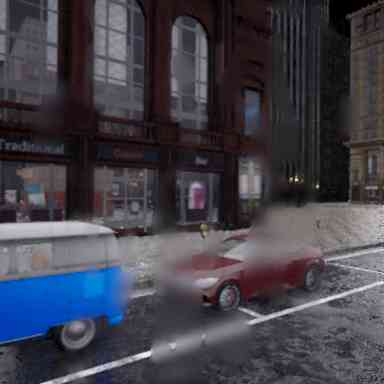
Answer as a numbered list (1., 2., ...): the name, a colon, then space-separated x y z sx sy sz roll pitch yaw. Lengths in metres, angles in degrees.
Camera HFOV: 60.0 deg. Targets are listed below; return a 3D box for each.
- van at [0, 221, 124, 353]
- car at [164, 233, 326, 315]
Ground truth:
1. van: -2.940 1.343 4.549 3.998 1.788 1.690 1 0 -35
2. car: 1.374 1.640 7.624 4.206 1.307 1.802 1 0 -35
